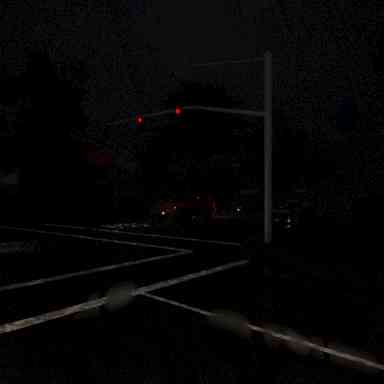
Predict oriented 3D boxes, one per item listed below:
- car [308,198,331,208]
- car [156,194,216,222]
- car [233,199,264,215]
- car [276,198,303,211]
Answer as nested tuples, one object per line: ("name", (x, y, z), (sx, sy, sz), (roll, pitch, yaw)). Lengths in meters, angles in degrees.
("car", (18.870, 1.601, 49.126), (1.895, 1.301, 4.718), (0, 0, 41))
("car", (-0.349, 1.221, 26.995), (2.150, 2.045, 5.566), (0, 0, 41))
("car", (6.154, 1.492, 34.487), (2.128, 1.511, 4.902), (0, 0, 41))
("car", (12.245, 1.526, 41.512), (1.812, 1.442, 4.674), (0, 0, 41))
